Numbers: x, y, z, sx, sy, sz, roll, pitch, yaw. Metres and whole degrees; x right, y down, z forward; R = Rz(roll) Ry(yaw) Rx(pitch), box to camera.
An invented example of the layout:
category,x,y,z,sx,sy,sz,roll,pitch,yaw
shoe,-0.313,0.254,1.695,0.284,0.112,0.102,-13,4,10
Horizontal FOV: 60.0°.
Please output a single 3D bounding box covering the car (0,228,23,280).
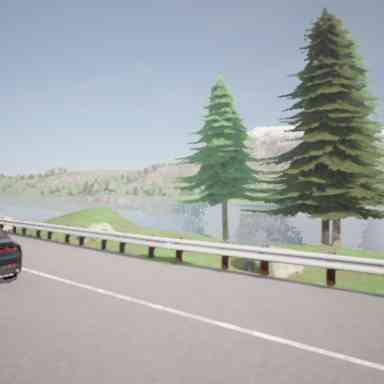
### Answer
category,x,y,z,sx,sy,sz,roll,pitch,yaw
car,-6.335,1.518,8.846,4.892,1.490,1.837,0,0,38
